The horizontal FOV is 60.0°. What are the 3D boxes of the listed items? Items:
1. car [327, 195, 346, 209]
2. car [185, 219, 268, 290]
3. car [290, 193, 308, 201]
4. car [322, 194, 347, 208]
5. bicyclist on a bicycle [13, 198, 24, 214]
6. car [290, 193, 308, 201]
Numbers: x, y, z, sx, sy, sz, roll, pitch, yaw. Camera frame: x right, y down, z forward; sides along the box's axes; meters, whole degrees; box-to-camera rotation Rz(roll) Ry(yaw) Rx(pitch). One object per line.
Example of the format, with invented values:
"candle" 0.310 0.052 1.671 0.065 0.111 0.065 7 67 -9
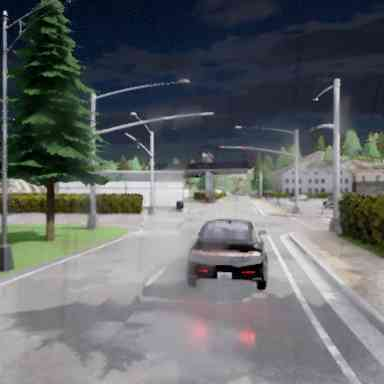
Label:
"car" 18.839 1.379 39.169 4.514 1.523 2.007 0 0 9
"car" 1.024 1.495 9.193 2.128 1.511 4.902 0 0 9
"car" 25.524 1.138 79.339 3.866 1.878 1.905 0 0 9
"car" 19.263 1.372 42.278 5.027 1.636 2.152 0 0 9
"bicyclist on a bicycle" -17.492 1.434 33.570 0.582 1.620 1.656 0 0 8
"car" 24.415 1.419 76.145 3.806 1.475 1.970 0 0 9
